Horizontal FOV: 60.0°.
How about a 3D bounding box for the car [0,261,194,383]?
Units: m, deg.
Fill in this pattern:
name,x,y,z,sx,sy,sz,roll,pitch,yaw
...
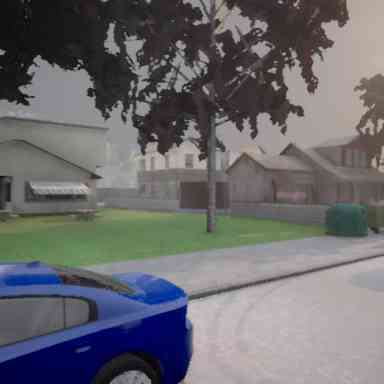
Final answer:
name,x,y,z,sx,sy,sz,roll,pitch,yaw
car,-2.308,1.476,2.942,5.008,1.535,1.882,0,0,-36
